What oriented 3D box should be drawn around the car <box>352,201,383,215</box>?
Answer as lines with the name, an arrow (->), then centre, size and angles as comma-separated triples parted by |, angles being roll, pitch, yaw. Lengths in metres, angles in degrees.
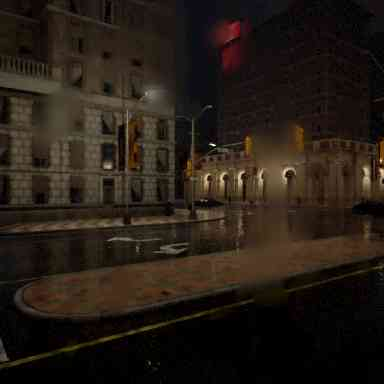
car -> 17.601, 1.564, 31.818 | 4.181, 1.385, 1.994 | 0, 0, 36

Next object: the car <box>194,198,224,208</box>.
car -> 2.355, 1.548, 48.540 | 2.033, 1.411, 5.357 | 0, 0, -35
